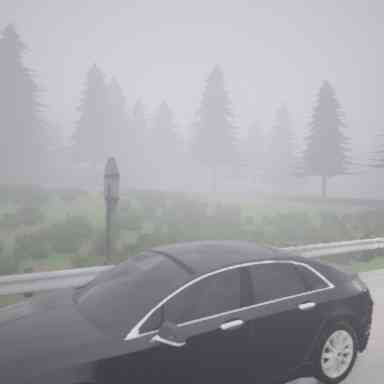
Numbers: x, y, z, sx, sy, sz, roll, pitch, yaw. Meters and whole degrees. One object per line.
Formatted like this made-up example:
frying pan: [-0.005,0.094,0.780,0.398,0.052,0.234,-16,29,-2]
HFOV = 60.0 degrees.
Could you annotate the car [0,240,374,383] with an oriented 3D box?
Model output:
car: [0.001,1.408,3.866,4.892,1.490,1.837,0,1,-28]
